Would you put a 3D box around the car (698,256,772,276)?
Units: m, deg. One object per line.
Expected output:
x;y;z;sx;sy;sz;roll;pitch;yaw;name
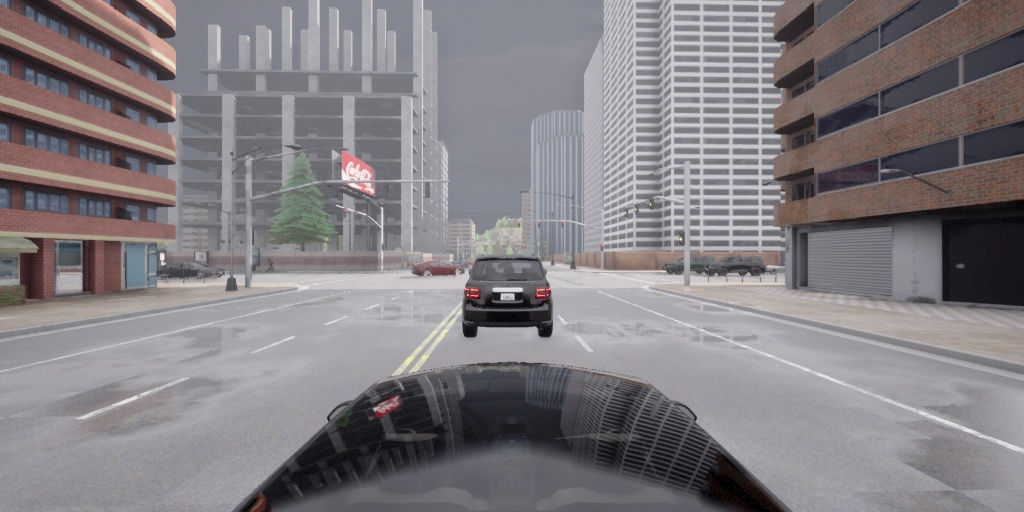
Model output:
21.988;0.971;35.549;5.566;2.045;2.150;0;0;-2;car

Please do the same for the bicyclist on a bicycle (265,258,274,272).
-28.715;1.051;42.505;0.582;1.620;1.656;0;0;-1;bicyclist on a bicycle

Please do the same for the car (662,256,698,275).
19.376;0.972;38.978;5.566;2.045;2.150;0;0;-1;car

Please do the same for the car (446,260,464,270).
-8.124;1.314;51.781;1.994;1.385;4.181;0;0;-1;car

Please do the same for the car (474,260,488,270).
-4.679;1.314;54.613;1.994;1.385;4.181;0;0;-1;car

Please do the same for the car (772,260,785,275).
29.506;1.351;39.232;4.718;1.301;1.895;0;0;-1;car

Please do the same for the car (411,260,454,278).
-7.019;1.227;34.136;5.008;1.535;1.882;0;1;-31;car

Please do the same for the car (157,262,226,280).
-27.280;1.257;30.559;4.892;1.490;1.837;-1;0;-1;car

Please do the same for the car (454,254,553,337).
-0.122;0.971;10.391;2.150;2.045;5.566;0;0;-1;car
